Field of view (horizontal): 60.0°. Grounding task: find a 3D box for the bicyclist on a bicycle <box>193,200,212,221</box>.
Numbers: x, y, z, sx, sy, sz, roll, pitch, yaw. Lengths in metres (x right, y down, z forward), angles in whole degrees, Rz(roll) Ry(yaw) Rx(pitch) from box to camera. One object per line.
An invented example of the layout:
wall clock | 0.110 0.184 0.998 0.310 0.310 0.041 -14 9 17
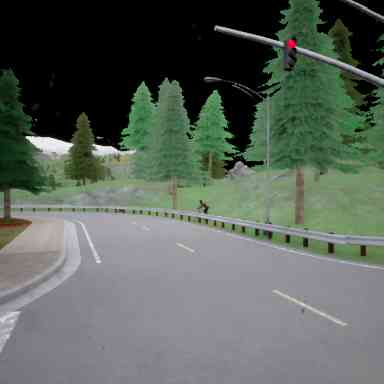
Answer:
bicyclist on a bicycle | 0.826 1.432 25.534 1.656 1.620 0.582 -1 2 -20
